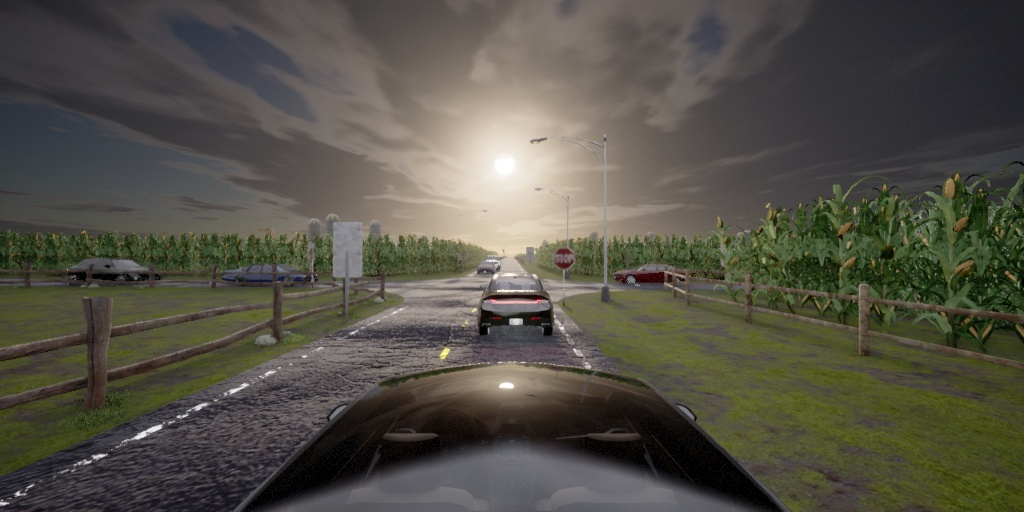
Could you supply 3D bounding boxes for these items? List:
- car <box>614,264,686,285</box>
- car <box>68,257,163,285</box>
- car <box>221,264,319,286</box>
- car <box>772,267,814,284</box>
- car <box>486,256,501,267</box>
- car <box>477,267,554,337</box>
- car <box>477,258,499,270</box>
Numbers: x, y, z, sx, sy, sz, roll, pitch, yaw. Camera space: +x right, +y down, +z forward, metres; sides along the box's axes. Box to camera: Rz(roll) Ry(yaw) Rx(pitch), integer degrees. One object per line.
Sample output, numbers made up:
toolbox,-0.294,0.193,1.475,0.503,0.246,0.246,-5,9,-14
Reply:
car,9.943,1.315,25.972,5.008,1.535,1.882,0,-1,1
car,-25.659,0.947,23.348,4.553,1.767,2.097,0,-1,1
car,-15.619,1.198,23.282,5.357,1.411,2.033,0,-1,-1
car,21.167,1.418,25.866,4.892,1.490,1.837,1,-1,1
car,-2.874,0.955,51.092,2.150,2.045,5.566,0,0,1
car,0.092,1.242,10.361,2.128,1.511,4.902,0,0,0
car,-2.879,1.287,40.831,2.033,1.411,5.357,0,0,0
